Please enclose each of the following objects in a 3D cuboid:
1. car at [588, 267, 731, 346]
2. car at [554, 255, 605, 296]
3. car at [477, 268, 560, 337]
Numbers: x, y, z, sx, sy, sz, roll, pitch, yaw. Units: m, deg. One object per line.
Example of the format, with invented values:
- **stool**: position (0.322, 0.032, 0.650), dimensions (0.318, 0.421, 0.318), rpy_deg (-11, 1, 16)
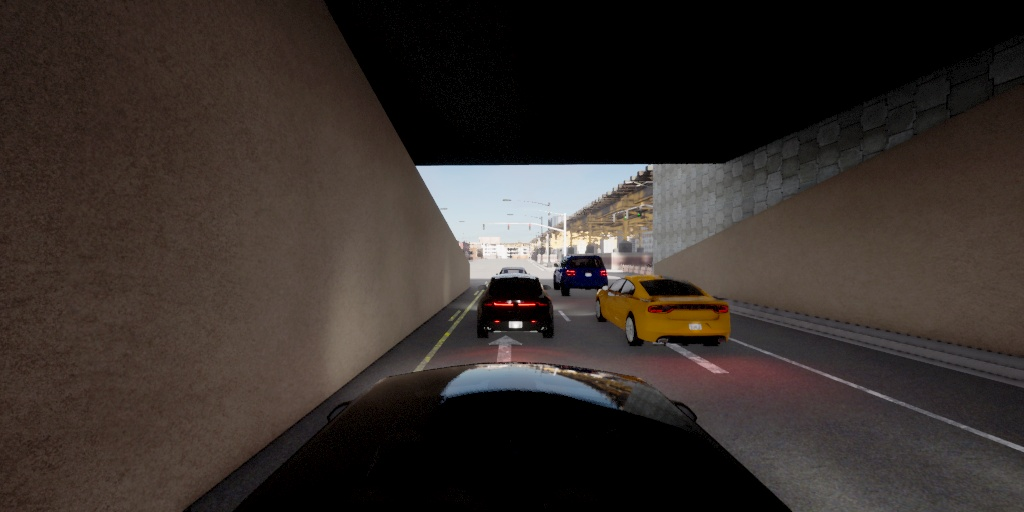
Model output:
- **car**: position (3.574, 1.228, 9.459), dimensions (1.882, 1.535, 5.008), rpy_deg (0, 0, 0)
- **car**: position (3.568, 0.971, 19.429), dimensions (2.150, 2.045, 5.566), rpy_deg (0, 0, 0)
- **car**: position (0.076, 1.255, 10.258), dimensions (1.837, 1.490, 4.892), rpy_deg (0, 0, 0)
